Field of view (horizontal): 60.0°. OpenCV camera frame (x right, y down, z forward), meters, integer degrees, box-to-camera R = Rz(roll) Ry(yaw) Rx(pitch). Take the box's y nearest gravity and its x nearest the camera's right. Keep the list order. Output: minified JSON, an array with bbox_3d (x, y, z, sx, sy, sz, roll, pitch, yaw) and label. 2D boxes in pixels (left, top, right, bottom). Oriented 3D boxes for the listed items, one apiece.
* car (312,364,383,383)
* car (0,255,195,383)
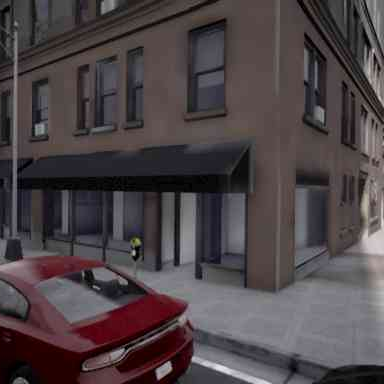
[{"bbox_3d":[2.402,1.563,1.237,4.313,1.339,1.947,0,1,36],"label":"car"},{"bbox_3d":[-2.079,1.541,4.434,4.507,1.381,1.887,0,1,36],"label":"car"}]
